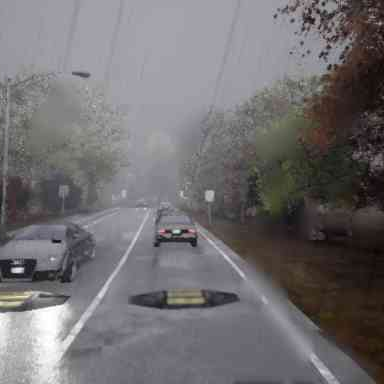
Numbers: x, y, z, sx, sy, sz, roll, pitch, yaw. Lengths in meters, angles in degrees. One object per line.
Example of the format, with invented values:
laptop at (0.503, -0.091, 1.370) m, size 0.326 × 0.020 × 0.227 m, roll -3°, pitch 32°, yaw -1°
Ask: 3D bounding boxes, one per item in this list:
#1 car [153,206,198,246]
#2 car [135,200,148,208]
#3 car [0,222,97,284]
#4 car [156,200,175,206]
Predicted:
car at (-0.822, 1.575, 15.343) m, size 2.033 × 1.411 × 5.357 m, roll 0°, pitch 0°, yaw -5°
car at (-8.505, 2.038, 56.316) m, size 1.994 × 1.385 × 4.181 m, roll 0°, pitch -3°, yaw -6°
car at (-4.057, 1.573, 9.458) m, size 1.994 × 1.385 × 4.181 m, roll 0°, pitch 0°, yaw -4°
car at (-2.755, 1.593, 35.092) m, size 2.033 × 1.411 × 5.357 m, roll 0°, pitch 0°, yaw -5°
